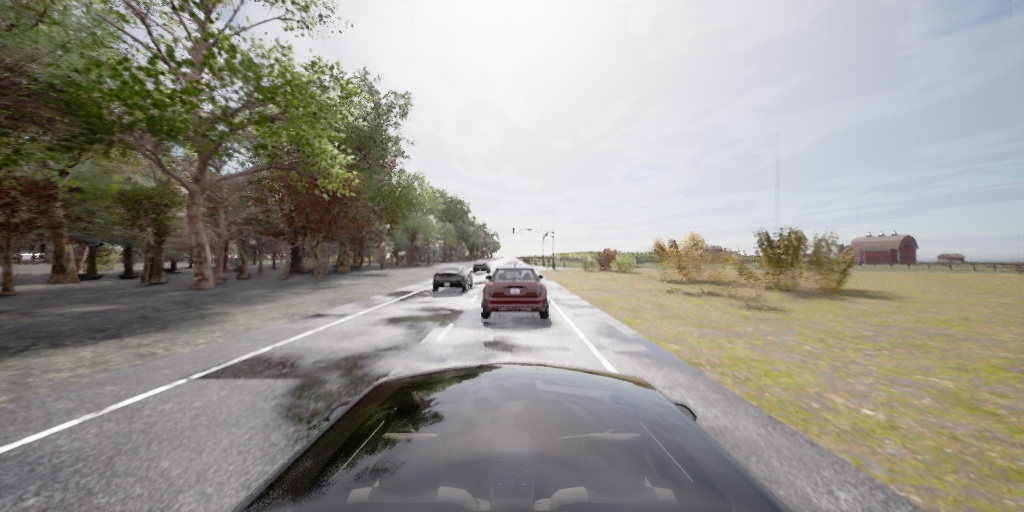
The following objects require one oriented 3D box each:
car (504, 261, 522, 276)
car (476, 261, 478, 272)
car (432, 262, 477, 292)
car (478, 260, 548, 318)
[{"bbox_3d":[0.075,1.262,38.563,1.812,1.442,4.674,0,0,0],"label":"car"},{"bbox_3d":[-3.427,1.239,41.230,1.837,1.490,4.892,0,0,0],"label":"car"},{"bbox_3d":[-3.414,1.249,21.263,1.837,1.490,4.892,0,0,0],"label":"car"},{"bbox_3d":[0.093,1.099,13.081,2.097,1.767,4.553,0,0,0],"label":"car"}]
